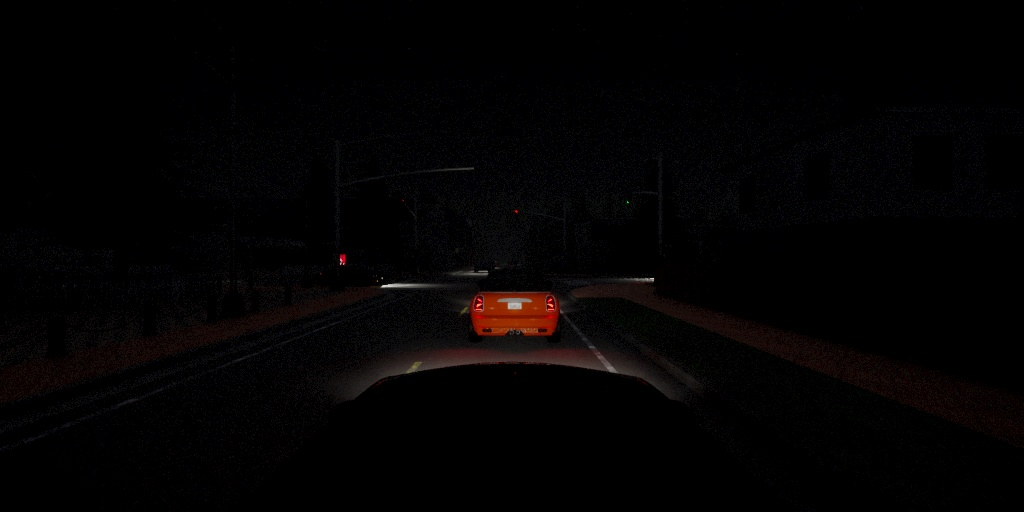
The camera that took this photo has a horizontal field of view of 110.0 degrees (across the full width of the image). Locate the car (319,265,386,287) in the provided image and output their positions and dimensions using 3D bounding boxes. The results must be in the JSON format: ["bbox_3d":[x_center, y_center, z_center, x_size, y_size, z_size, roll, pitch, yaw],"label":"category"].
[{"bbox_3d":[-10.811,1.329,24.436,4.181,1.385,1.994,0,0,3],"label":"car"}]

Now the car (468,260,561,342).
[{"bbox_3d":[0.072,1.102,9.904,2.097,1.767,4.553,0,0,0],"label":"car"}]

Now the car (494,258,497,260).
[{"bbox_3d":[-3.588,1.241,54.207,2.128,1.511,4.902,0,0,0],"label":"car"}]

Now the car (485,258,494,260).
[{"bbox_3d":[-3.595,1.228,44.746,1.882,1.535,5.008,0,0,0],"label":"car"}]

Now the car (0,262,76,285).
[{"bbox_3d":[-33.304,1.313,24.013,5.357,1.411,2.033,0,0,-1],"label":"car"}]

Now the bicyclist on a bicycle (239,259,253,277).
[{"bbox_3d":[-23.556,1.066,31.764,0.582,1.620,1.656,0,0,-2],"label":"bicyclist on a bicycle"}]
